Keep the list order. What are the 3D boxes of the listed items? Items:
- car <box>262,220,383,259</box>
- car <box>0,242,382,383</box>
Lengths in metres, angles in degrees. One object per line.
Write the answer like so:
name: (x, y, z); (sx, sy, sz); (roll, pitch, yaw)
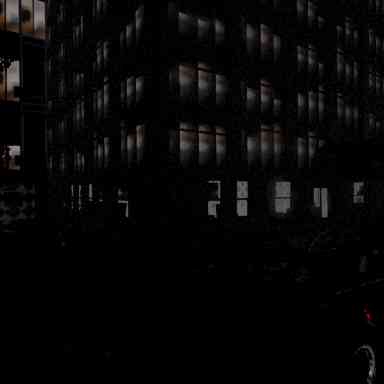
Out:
car: (3.023, 1.549, 8.719); (4.403, 1.369, 2.008); (0, -1, -35)
car: (0.127, 1.563, 3.471); (4.181, 1.385, 1.994); (0, 0, -35)
